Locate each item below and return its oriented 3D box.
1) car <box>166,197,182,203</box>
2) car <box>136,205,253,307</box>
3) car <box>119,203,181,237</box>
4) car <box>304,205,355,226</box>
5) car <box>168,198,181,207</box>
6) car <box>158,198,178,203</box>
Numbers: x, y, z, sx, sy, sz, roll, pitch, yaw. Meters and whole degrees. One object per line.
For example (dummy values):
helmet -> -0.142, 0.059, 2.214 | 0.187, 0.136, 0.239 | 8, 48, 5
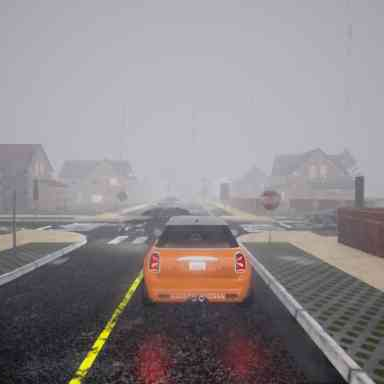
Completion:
car -> -2.846, 1.443, 45.017 | 2.097, 1.767, 4.553 | 0, 0, 0
car -> 0.100, 1.352, 8.126 | 2.097, 1.767, 4.553 | 0, 0, 0
car -> -1.719, 1.524, 17.611 | 1.837, 1.490, 4.892 | -2, -2, 34
car -> 10.673, 1.623, 23.143 | 5.357, 1.411, 2.033 | 0, 0, 1
car -> -2.842, 1.668, 55.245 | 1.812, 1.442, 4.674 | 0, 0, 0
car -> -2.852, 1.651, 35.102 | 1.895, 1.301, 4.718 | 0, 0, 0
